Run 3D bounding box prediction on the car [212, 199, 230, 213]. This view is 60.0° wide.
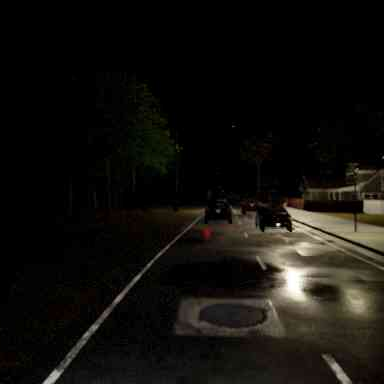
[{"bbox_3d":[3.733,1.739,42.555,2.128,1.511,4.902,0,0,6],"label":"car"}]

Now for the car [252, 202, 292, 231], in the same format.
[{"bbox_3d":[5.117,1.607,21.223,1.837,1.490,4.892,0,0,6],"label":"car"}]

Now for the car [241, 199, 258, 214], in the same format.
[{"bbox_3d":[6.917,1.583,39.205,2.097,1.767,4.553,0,0,6],"label":"car"}]

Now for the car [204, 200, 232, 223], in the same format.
[{"bbox_3d":[2.163,1.487,26.896,2.097,1.767,4.553,0,0,6],"label":"car"}]
